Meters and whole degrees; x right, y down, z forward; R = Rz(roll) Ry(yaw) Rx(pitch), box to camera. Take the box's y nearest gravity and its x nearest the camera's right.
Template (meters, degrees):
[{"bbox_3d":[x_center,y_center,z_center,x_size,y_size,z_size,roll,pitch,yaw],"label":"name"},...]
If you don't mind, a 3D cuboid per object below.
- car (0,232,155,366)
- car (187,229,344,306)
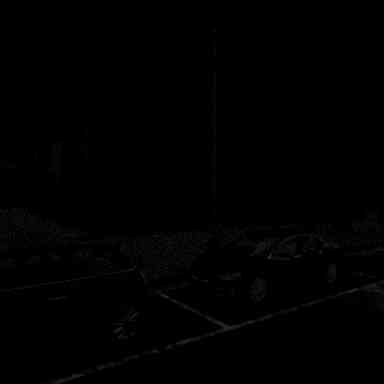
[{"bbox_3d":[-2.679,1.444,4.742,4.097,1.590,1.967,1,-1,-36],"label":"car"},{"bbox_3d":[1.928,1.611,8.045,4.403,1.369,2.008,1,-1,-36],"label":"car"}]
